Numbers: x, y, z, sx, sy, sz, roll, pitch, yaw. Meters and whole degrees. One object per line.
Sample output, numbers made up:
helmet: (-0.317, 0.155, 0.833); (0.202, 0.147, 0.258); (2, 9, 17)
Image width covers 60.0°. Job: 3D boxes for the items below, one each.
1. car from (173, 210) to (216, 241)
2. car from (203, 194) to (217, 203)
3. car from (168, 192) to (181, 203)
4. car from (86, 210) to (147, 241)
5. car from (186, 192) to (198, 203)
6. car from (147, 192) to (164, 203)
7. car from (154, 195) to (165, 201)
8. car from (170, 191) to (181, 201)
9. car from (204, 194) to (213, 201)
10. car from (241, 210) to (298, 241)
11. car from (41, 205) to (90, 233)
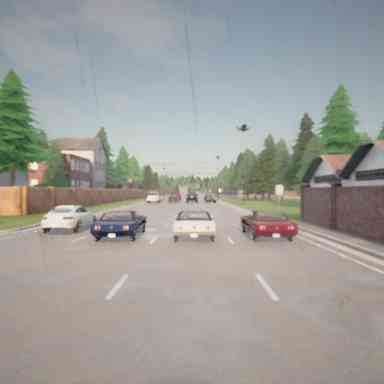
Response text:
car: (0.098, 1.549, 16.373); (1.895, 1.301, 4.718); (0, 0, 0)
car: (3.496, 1.408, 61.542); (1.895, 1.301, 4.718); (0, 0, 0)
car: (-3.504, 1.297, 62.248); (2.128, 1.511, 4.902); (0, 0, 0)
car: (-3.402, 1.550, 16.362); (1.895, 1.301, 4.718); (0, 0, 0)
car: (-0.004, 1.031, 61.124); (2.150, 2.045, 5.566); (0, 0, 0)
car: (-7.004, 1.031, 61.124); (2.150, 2.045, 5.566); (0, 0, 0)
car: (-7.004, 1.220, 71.544); (1.895, 1.301, 4.718); (0, 0, 0)
car: (-3.504, 0.915, 72.374); (2.150, 2.045, 5.566); (0, 0, 0)
car: (3.496, 1.125, 71.514); (1.837, 1.490, 4.892); (0, 0, 0)
car: (3.598, 1.549, 16.373); (1.895, 1.301, 4.718); (0, 0, 0)
car: (-6.915, 1.466, 18.975); (1.812, 1.442, 4.674); (0, 0, 0)
